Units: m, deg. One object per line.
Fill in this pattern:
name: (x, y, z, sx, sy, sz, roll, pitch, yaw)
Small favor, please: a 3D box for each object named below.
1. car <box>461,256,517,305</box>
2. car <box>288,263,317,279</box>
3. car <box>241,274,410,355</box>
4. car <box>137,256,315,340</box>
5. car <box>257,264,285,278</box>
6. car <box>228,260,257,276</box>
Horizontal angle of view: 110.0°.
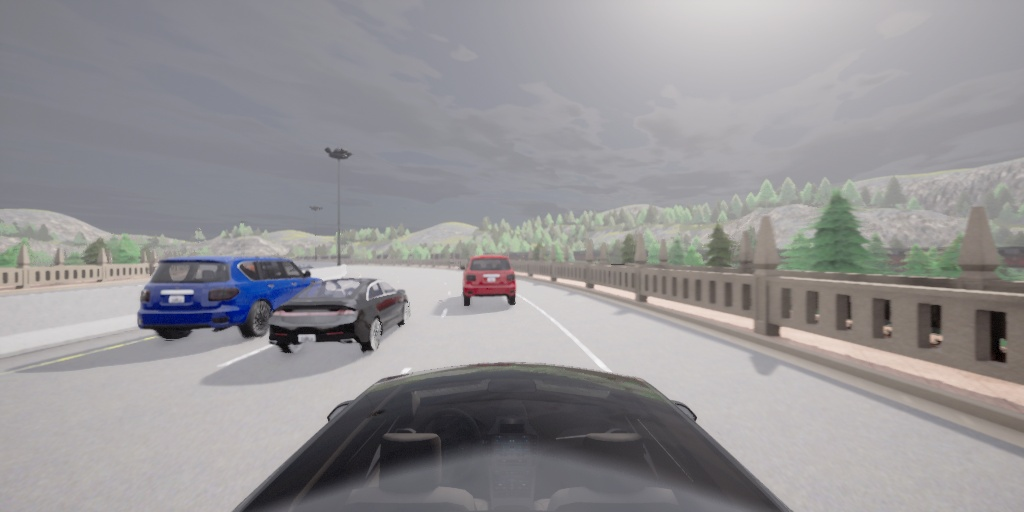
car: (-1.147, 1.003, 16.372, 2.150, 2.045, 5.566, 0, 0, -8)
car: (-21.401, 1.492, 36.770, 1.994, 1.385, 4.181, 0, 0, -23)
car: (-3.865, 1.275, 8.878, 2.128, 1.511, 4.902, 0, 0, -4)
car: (-7.449, 1.027, 10.387, 2.150, 2.045, 5.566, 0, 0, -5)
car: (-26.215, 1.559, 39.120, 1.895, 1.301, 4.718, 0, 0, -25)
car: (-31.877, 1.347, 42.520, 2.097, 1.767, 4.553, 0, 0, -28)
